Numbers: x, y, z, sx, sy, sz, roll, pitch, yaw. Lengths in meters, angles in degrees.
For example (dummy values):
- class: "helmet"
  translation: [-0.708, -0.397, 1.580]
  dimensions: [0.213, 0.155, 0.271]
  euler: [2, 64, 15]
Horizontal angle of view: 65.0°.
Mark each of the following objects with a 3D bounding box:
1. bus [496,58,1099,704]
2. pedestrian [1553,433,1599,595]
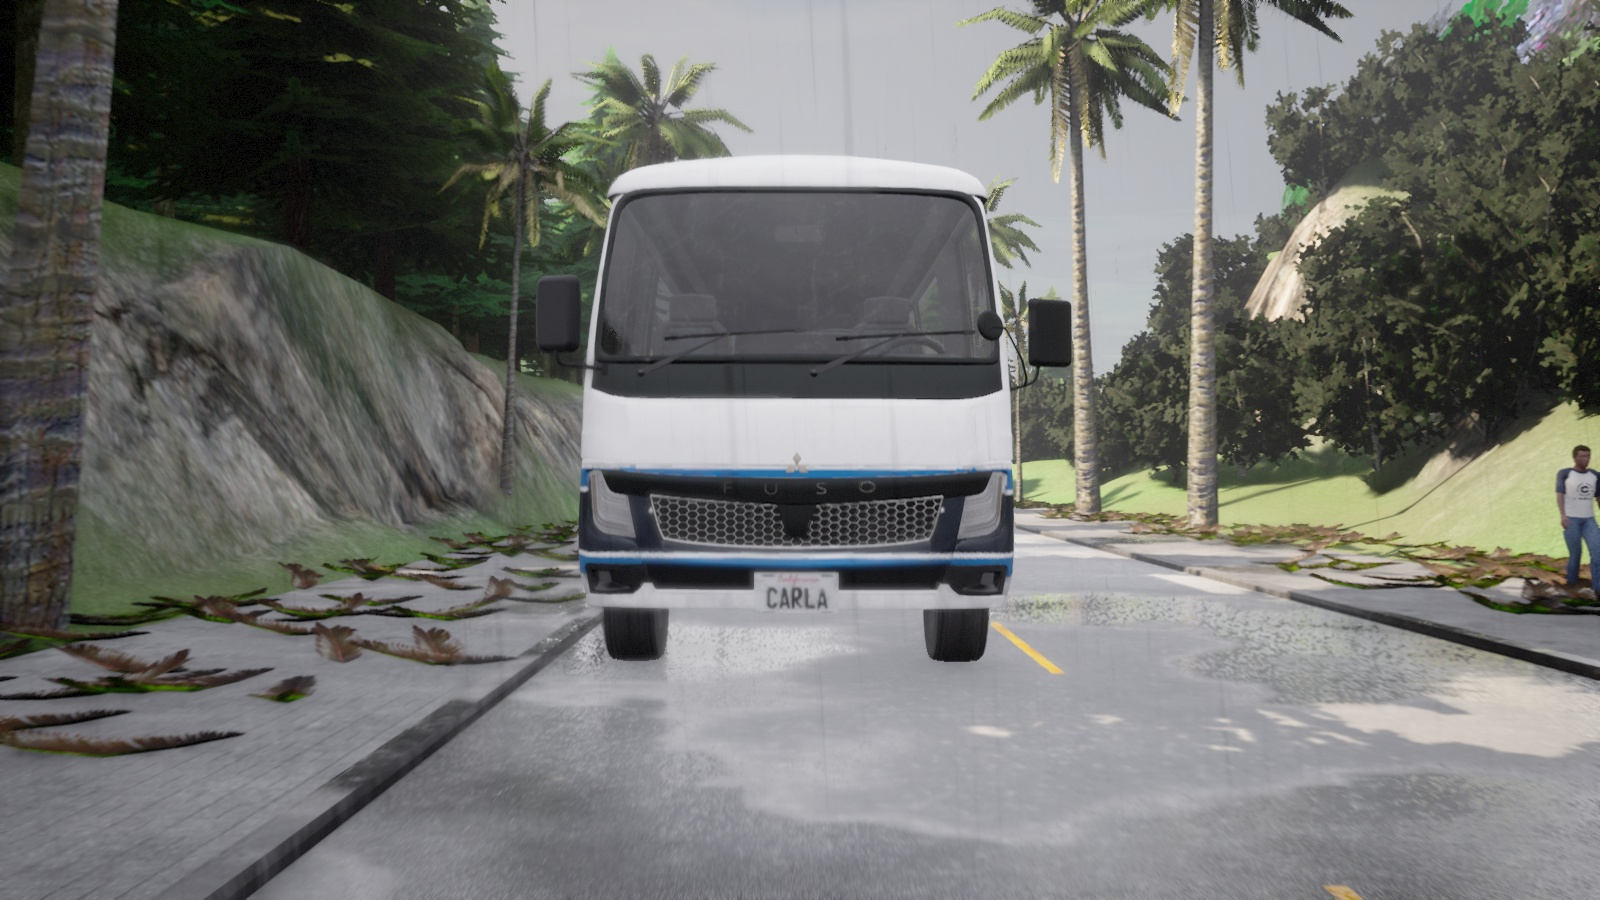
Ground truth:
- class: "bus"
  translation: [-0.034, -0.337, 13.405]
  dimensions: [3.944, 4.253, 10.273]
  euler: [0, -1, 0]
- class: "pedestrian"
  translation: [9.093, 0.728, 14.538]
  dimensions: [0.354, 1.836, 0.706]
  euler: [0, -1, 5]
